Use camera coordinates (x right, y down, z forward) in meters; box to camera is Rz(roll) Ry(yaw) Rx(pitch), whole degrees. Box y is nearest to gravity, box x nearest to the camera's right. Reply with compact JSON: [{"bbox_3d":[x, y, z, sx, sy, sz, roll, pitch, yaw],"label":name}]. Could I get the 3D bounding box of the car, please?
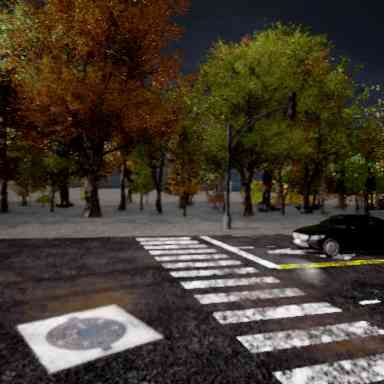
[{"bbox_3d":[6.101,1.598,12.939,4.674,1.442,1.812,1,0,-18],"label":"car"}]
